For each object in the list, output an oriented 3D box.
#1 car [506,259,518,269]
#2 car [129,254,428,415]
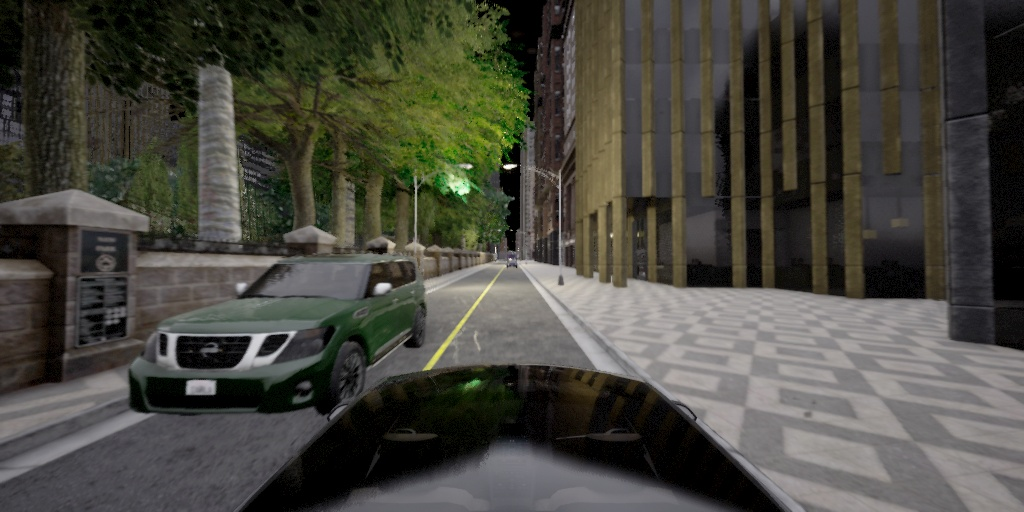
[{"bbox_3d":[0.014,1.391,59.049,1.895,1.301,4.718,0,0,0],"label":"car"},{"bbox_3d":[-3.079,0.976,6.357,2.150,2.045,5.566,0,0,1],"label":"car"}]
